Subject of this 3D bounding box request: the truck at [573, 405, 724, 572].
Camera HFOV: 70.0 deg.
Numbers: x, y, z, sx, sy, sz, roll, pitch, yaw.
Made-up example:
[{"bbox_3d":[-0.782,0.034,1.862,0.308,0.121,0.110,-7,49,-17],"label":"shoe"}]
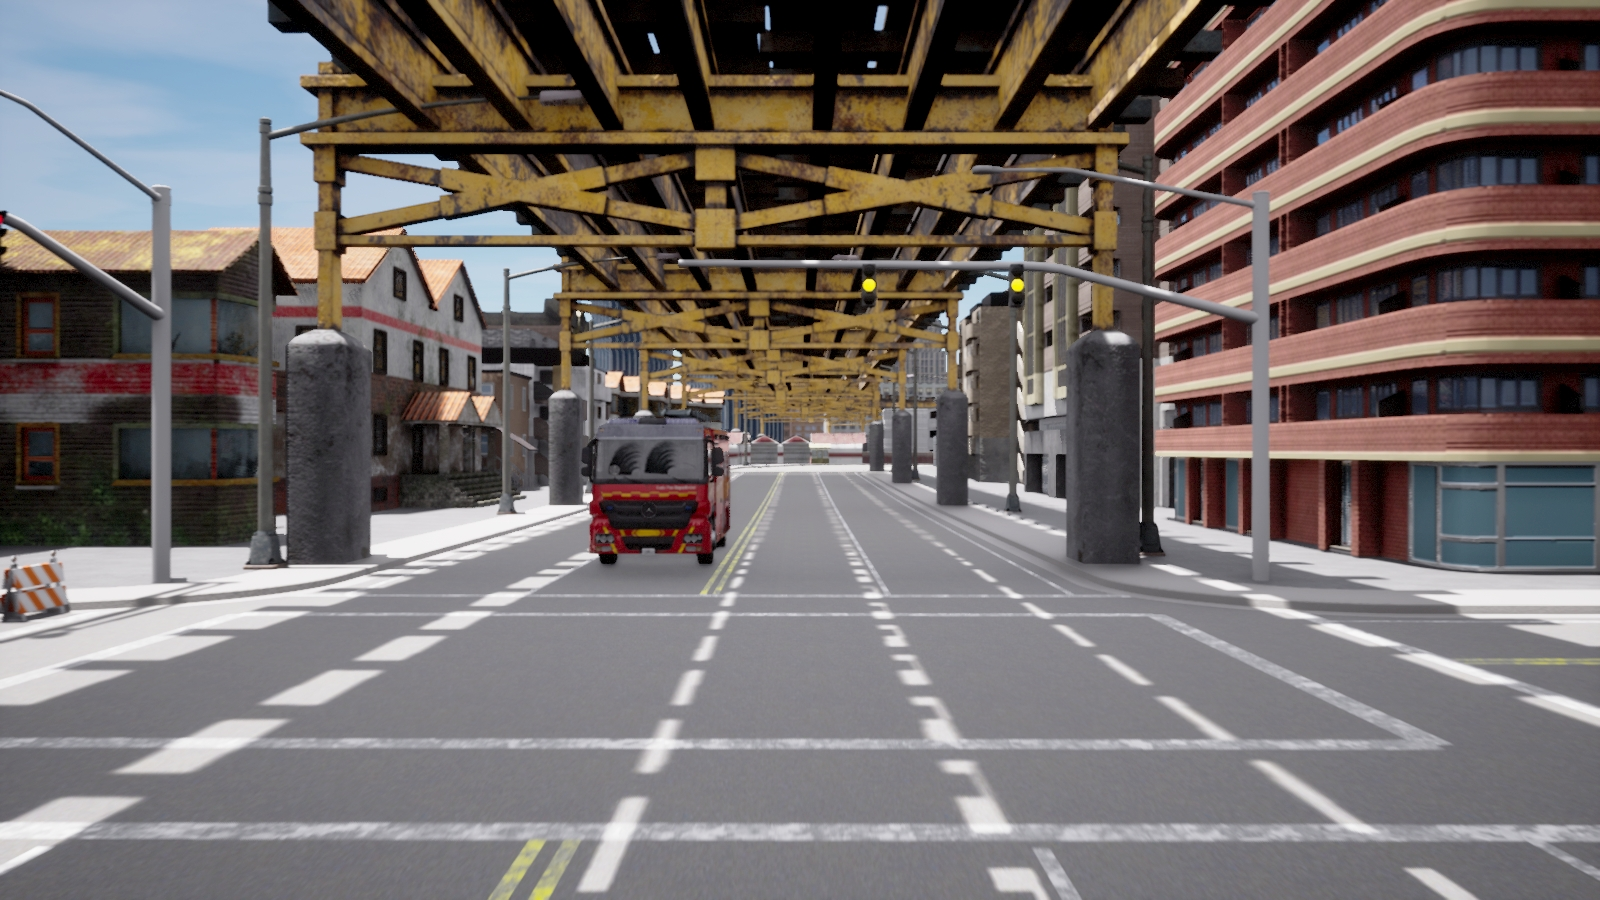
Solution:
[{"bbox_3d":[-3.759,0.887,30.420,2.891,3.827,8.468,0,0,0],"label":"truck"}]
